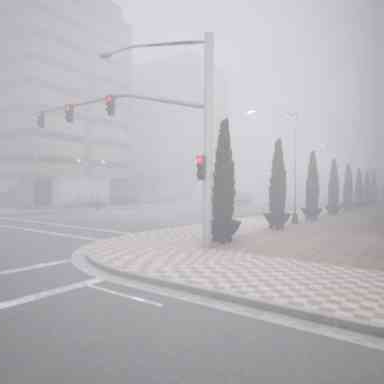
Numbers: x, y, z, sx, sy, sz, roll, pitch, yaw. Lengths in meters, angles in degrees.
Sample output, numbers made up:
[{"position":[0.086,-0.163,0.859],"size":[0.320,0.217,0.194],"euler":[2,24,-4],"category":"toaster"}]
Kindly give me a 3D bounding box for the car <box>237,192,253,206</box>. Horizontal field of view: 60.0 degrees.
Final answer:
[{"position":[6.558,0.995,46.445],"size":[2.150,2.045,5.566],"euler":[1,1,35],"category":"car"}]
